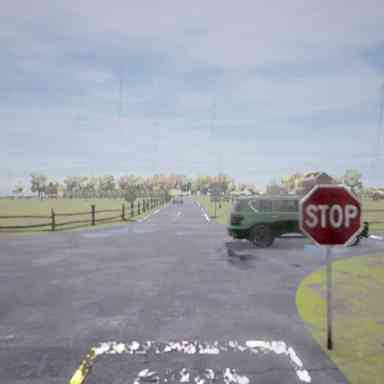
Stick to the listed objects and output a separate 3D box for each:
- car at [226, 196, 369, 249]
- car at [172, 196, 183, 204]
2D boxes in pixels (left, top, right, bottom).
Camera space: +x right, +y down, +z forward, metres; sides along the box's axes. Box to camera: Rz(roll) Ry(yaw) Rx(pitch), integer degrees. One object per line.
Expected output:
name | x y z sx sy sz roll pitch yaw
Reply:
car | 4.207 1.178 13.754 5.566 2.045 2.150 -1 -1 0
car | -2.786 1.603 65.630 1.812 1.442 4.674 0 0 0
